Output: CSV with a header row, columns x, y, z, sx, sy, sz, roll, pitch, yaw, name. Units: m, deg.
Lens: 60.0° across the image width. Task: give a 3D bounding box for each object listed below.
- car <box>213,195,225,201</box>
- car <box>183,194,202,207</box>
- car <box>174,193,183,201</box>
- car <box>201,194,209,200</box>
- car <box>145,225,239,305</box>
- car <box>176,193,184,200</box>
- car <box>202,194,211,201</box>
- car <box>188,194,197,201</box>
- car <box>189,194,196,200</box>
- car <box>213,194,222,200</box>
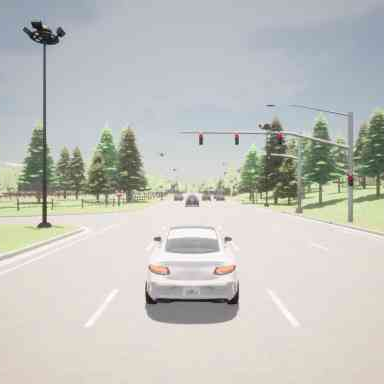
x,y,z,sx,sy,sz,roll,pitch,yaw,name
7.088,1.517,82.496,2.128,1.511,4.902,0,0,0,car
0.055,1.352,51.860,2.097,1.767,4.553,0,0,0,car
-3.412,1.544,82.890,1.994,1.385,4.181,0,0,0,car
3.599,1.372,92.919,2.033,1.411,5.357,0,0,0,car
0.015,1.526,7.987,1.812,1.442,4.674,0,0,0,car
-3.401,1.188,92.897,2.097,1.767,4.553,0,0,0,car
3.588,1.348,82.886,2.097,1.767,4.553,0,0,0,car
0.088,1.348,82.890,2.097,1.767,4.553,0,0,0,car
0.099,1.332,92.923,1.837,1.490,4.892,0,0,0,car
7.099,1.385,92.916,1.994,1.385,4.181,0,0,0,car
